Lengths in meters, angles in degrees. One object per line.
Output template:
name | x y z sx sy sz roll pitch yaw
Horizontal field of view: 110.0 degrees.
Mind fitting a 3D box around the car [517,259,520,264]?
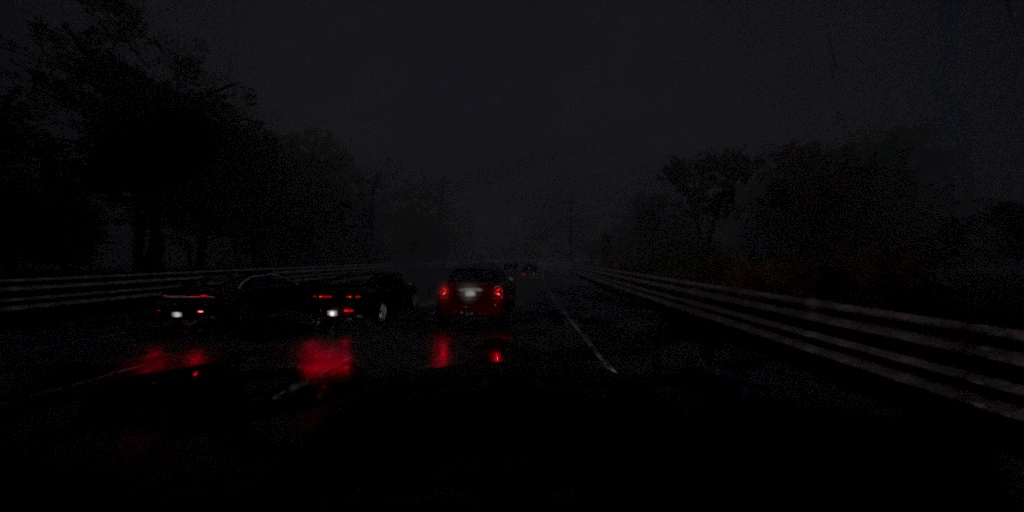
car | -0.077 1.352 56.532 1.882 1.535 5.008 0 0 7

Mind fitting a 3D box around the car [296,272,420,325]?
car | -4.579 1.266 11.905 1.837 1.490 4.892 0 0 4

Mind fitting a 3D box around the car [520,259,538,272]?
car | 2.521 1.386 49.061 1.812 1.442 4.674 0 0 7

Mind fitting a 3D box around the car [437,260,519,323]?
car | -1.038 1.121 12.436 2.097 1.767 4.553 0 0 4

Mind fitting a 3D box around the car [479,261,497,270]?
car | -3.655 1.430 56.121 1.994 1.385 4.181 0 0 7

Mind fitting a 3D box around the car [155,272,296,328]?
car | -8.133 1.241 11.312 2.128 1.511 4.902 0 0 4

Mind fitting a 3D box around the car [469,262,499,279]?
car | -2.602 1.361 34.803 2.033 1.411 5.357 0 0 6
